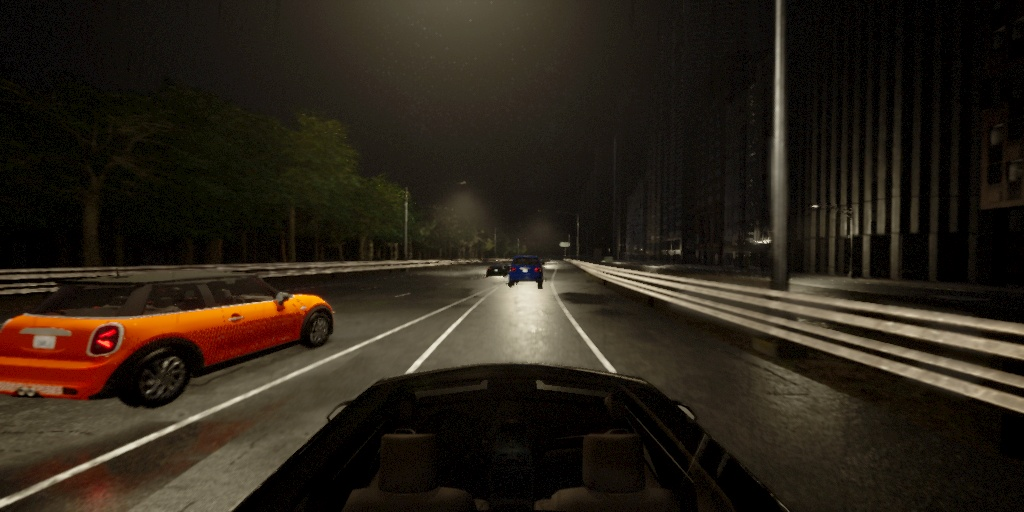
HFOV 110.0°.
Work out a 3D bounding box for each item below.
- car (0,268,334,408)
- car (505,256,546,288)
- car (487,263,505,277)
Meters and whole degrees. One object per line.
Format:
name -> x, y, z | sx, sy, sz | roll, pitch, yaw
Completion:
car -> -5.309, 1.052, 6.398 | 2.097, 1.767, 4.553 | 1, 0, 8
car -> 1.062, 1.004, 24.658 | 2.150, 2.045, 5.566 | 0, 0, 5
car -> -1.231, 1.338, 35.827 | 1.994, 1.385, 4.181 | 1, 0, 8
